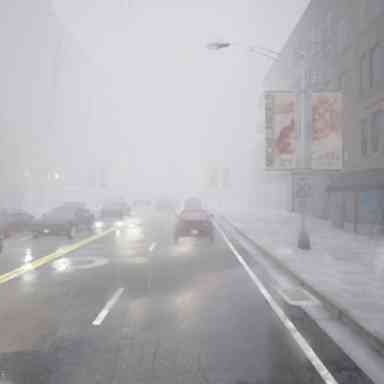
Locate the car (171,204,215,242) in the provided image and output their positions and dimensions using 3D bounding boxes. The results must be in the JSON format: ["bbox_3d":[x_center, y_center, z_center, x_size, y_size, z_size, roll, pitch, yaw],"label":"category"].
[{"bbox_3d":[0.103,1.546,16.402,1.812,1.442,4.674,0,0,0],"label":"car"}]

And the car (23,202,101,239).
[{"bbox_3d":[-6.587,1.498,17.542,1.882,1.535,5.008,0,0,0],"label":"car"}]

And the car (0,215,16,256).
[{"bbox_3d":[-6.592,1.514,8.268,1.812,1.442,4.674,0,0,0],"label":"car"}]

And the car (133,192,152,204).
[{"bbox_3d":[-6.493,0.944,43.991,2.150,2.045,5.566,0,0,0],"label":"car"}]

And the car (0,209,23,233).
[{"bbox_3d":[-9.838,1.582,17.566,1.994,1.385,4.181,0,0,0],"label":"car"}]

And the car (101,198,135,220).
[{"bbox_3d":[-6.580,1.535,28.978,1.882,1.535,5.008,0,0,0],"label":"car"}]

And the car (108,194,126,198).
[{"bbox_3d":[-9.755,1.325,42.589,2.150,2.045,5.566,0,-1,0],"label":"car"}]

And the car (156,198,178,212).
[{"bbox_3d":[-3.140,1.448,39.882,2.097,1.767,4.553,0,0,0],"label":"car"}]

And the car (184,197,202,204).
[{"bbox_3d":[0.106,1.450,40.802,2.097,1.767,4.553,0,0,0],"label":"car"}]
